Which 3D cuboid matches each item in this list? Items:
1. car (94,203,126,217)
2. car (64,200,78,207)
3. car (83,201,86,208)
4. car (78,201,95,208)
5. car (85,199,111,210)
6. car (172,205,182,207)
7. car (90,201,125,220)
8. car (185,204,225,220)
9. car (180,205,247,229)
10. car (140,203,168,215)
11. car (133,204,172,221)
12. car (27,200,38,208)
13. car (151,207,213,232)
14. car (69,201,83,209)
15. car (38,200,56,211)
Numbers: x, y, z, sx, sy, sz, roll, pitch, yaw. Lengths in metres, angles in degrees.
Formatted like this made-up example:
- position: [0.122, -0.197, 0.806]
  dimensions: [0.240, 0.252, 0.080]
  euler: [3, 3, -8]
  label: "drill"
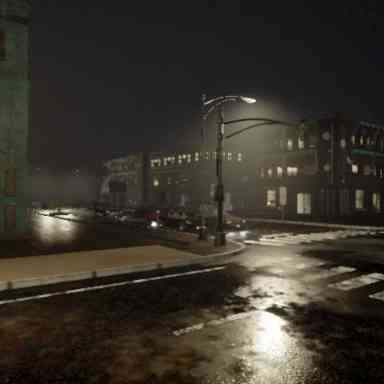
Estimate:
- position: [-10.300, 2.193, 41.566]
  dimensions: [2.033, 1.411, 5.357]
  euler: [0, -1, -35]
  label: "car"
- position: [-27.596, 2.631, 75.824]
  dimensions: [1.947, 1.339, 4.313]
  euler: [-1, 0, -35]
  label: "car"
- position: [-17.971, 2.207, 62.296]
  dimensions: [2.192, 1.841, 5.009]
  euler: [-1, 0, -35]
  label: "car"
- position: [-21.177, 2.494, 66.805]
  dimensions: [1.887, 1.381, 4.507]
  euler: [-1, 0, -35]
  label: "car"
- position: [-15.270, 2.323, 54.055]
  dimensions: [1.812, 1.442, 4.674]
  euler: [0, -1, -35]
  label: "car"
- position: [-1.920, 2.171, 39.747]
  dimensions: [1.802, 1.307, 4.206]
  euler: [-1, 0, -35]
  label: "car"
- position: [-8.749, 2.009, 34.887]
  dimensions: [1.967, 1.590, 4.097]
  euler: [-1, 0, -35]
  label: "car"
- position: [1.289, 2.077, 35.237]
  dimensions: [2.008, 1.369, 4.403]
  euler: [-1, 0, -35]
  label: "car"
- position: [1.606, 1.960, 24.822]
  dimensions: [2.033, 1.411, 5.357]
  euler: [0, -1, -36]
  label: "car"
- position: [-5.129, 2.233, 44.256]
  dimensions: [1.802, 1.307, 4.206]
  euler: [-1, 0, -35]
  label: "car"
- position: [-4.203, 2.091, 32.964]
  dimensions: [1.994, 1.385, 4.181]
  euler: [0, -1, -36]
  label: "car"
- position: [-31.215, 2.538, 66.455]
  dimensions: [2.008, 1.369, 4.403]
  euler: [-1, 0, -35]
  label: "car"
- position: [-0.800, 1.975, 23.511]
  dimensions: [1.947, 1.339, 4.313]
  euler: [-1, 0, -35]
  label: "car"
- position: [-20.980, 2.407, 62.081]
  dimensions: [1.837, 1.490, 4.892]
  euler: [0, -1, -36]
  label: "car"
- position: [-24.697, 2.395, 57.297]
  dimensions: [1.752, 1.417, 4.829]
  euler: [-1, 0, -35]
  label: "car"
